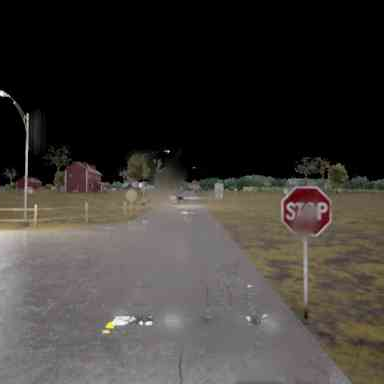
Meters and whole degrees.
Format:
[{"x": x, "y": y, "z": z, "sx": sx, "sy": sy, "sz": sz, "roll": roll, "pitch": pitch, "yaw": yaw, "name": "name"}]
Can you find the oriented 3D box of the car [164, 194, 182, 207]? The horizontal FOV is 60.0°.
[{"x": -2.794, "y": 1.297, "z": 46.978, "sx": 1.812, "sy": 1.442, "sz": 4.674, "roll": 0, "pitch": 2, "yaw": 0, "name": "car"}]
